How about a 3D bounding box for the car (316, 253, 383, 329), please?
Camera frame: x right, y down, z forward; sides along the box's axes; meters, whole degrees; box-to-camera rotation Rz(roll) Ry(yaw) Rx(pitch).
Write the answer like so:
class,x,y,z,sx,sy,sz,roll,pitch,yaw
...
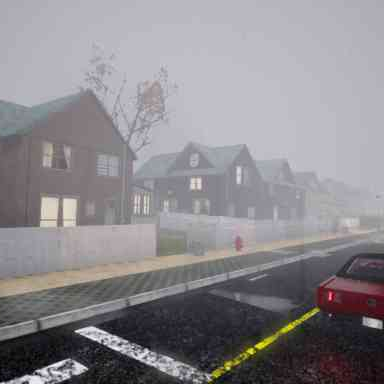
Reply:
class,x,y,z,sx,sy,sz,roll,pitch,yaw
car,4.393,1.989,7.200,1.895,1.301,4.718,-1,-4,39
